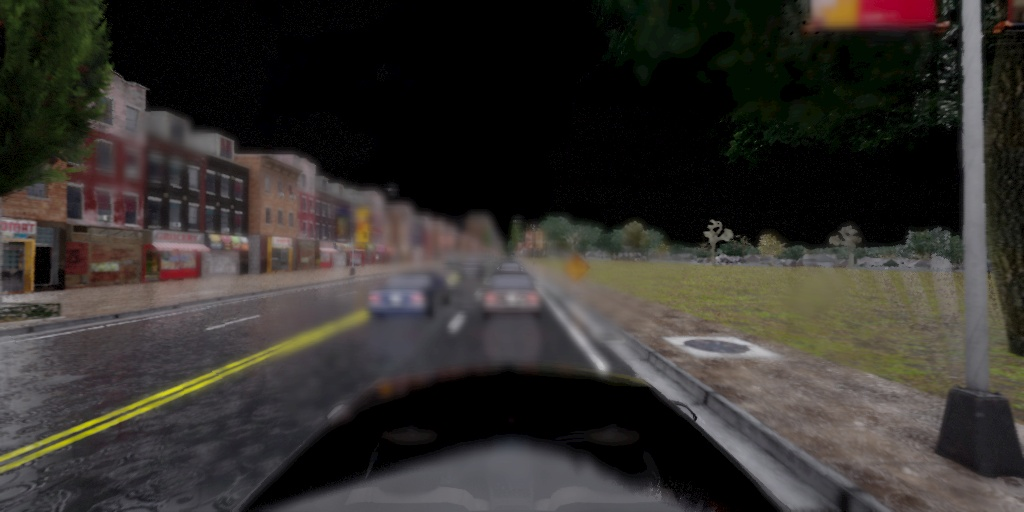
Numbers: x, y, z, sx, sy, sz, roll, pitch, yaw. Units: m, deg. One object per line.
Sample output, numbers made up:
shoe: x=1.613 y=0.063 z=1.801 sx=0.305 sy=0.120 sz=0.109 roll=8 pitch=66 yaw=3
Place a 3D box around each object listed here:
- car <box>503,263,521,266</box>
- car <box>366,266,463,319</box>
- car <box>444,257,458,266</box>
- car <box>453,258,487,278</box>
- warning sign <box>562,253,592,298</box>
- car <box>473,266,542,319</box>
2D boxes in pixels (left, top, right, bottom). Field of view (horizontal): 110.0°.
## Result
car: x=0.017 y=1.209 z=27.605 sx=2.033 sy=1.411 sz=5.357 roll=0 pitch=0 yaw=1
car: x=-3.231 y=1.258 z=12.552 sx=2.033 sy=1.411 sz=5.357 roll=0 pitch=0 yaw=0
car: x=-9.811 y=0.933 z=59.249 sx=2.097 sy=1.767 sz=4.553 roll=0 pitch=0 yaw=0
car: x=-3.209 y=1.147 z=29.744 sx=2.128 sy=1.511 sz=4.902 roll=0 pitch=0 yaw=0
warning sign: x=2.850 y=0.815 z=15.534 sx=1.300 sy=1.860 sz=1.060 roll=0 pitch=0 yaw=0
car: x=0.019 y=1.258 z=12.555 sx=2.033 sy=1.411 sz=5.357 roll=0 pitch=0 yaw=0
